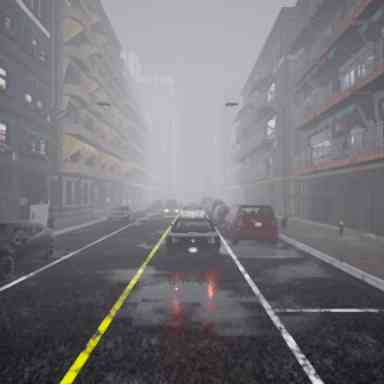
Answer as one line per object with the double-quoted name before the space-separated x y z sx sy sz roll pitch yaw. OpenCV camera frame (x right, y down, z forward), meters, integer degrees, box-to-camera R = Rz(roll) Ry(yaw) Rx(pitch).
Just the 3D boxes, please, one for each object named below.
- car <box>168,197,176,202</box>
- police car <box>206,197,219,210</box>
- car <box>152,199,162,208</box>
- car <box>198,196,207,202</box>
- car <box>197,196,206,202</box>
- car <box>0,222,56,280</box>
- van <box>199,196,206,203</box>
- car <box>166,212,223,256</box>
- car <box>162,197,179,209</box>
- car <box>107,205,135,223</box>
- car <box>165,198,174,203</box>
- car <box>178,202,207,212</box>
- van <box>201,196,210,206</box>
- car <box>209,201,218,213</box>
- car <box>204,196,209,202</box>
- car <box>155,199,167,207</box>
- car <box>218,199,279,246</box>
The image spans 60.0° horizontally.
"car" -5.691 2.193 95.430 2.008 1.369 4.403 0 0 0
"police car" 3.132 1.690 40.592 1.930 1.638 5.238 0 0 0
"car" -5.689 1.910 55.653 1.887 1.381 4.507 0 0 0
"car" 2.691 1.720 61.340 2.192 1.841 5.009 0 0 0
"car" 2.690 1.957 95.434 2.192 1.841 5.009 0 0 0
"car" -5.688 1.632 10.195 1.947 1.339 4.313 0 0 0
"van" 2.691 1.903 84.069 1.690 1.788 3.998 0 0 0
"car" 0.060 1.688 13.488 1.895 1.301 4.718 0 0 0
"car" -3.084 1.816 51.538 1.882 1.535 5.008 0 0 0
"car" -5.689 1.759 27.242 1.802 1.307 4.206 0 0 0
"car" -5.690 2.107 84.065 1.887 1.381 4.507 0 0 0
"car" 0.059 1.786 28.516 1.895 1.301 4.718 0 0 0
"van" 2.691 1.785 67.022 1.690 1.788 3.998 0 0 0
"car" 2.692 1.728 27.245 2.008 1.369 4.403 0 0 0
"car" 3.138 1.789 47.482 1.882 1.535 5.008 0 0 0
"car" -5.690 1.986 61.336 1.802 1.307 4.206 0 0 0
"car" 2.693 1.418 15.882 2.192 1.841 5.009 0 0 0
